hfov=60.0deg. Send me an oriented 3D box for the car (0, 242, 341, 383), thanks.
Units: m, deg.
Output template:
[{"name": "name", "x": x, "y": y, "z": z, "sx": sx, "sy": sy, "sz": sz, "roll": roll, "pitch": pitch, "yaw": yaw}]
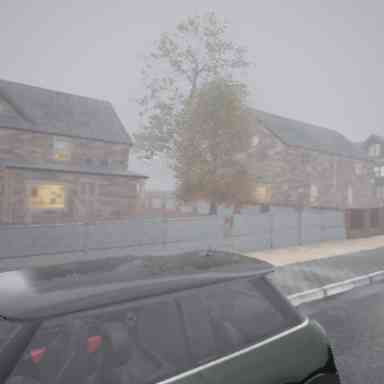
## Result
[{"name": "car", "x": -0.990, "y": 1.353, "z": 2.356, "sx": 4.553, "sy": 1.767, "sz": 2.097, "roll": 0, "pitch": 0, "yaw": -35}]
